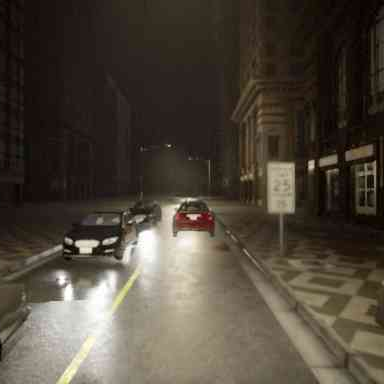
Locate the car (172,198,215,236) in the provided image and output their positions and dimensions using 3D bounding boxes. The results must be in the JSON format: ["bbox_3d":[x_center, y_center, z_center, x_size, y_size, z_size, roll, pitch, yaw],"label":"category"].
[{"bbox_3d":[0.071,1.271,18.050,2.097,1.767,4.553,0,0,0],"label":"car"}]

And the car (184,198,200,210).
[{"bbox_3d":[0.002,1.403,40.156,1.895,1.301,4.718,0,0,0],"label":"car"}]

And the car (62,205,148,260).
[{"bbox_3d":[-3.113,1.438,12.203,2.128,1.511,4.902,0,0,0],"label":"car"}]

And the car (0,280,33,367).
[{"bbox_3d":[-3.104,1.538,2.219,2.033,1.411,5.357,0,0,0],"label":"car"}]

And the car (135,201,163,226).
[{"bbox_3d":[-3.084,1.388,22.558,2.128,1.511,4.902,0,0,0],"label":"car"}]
